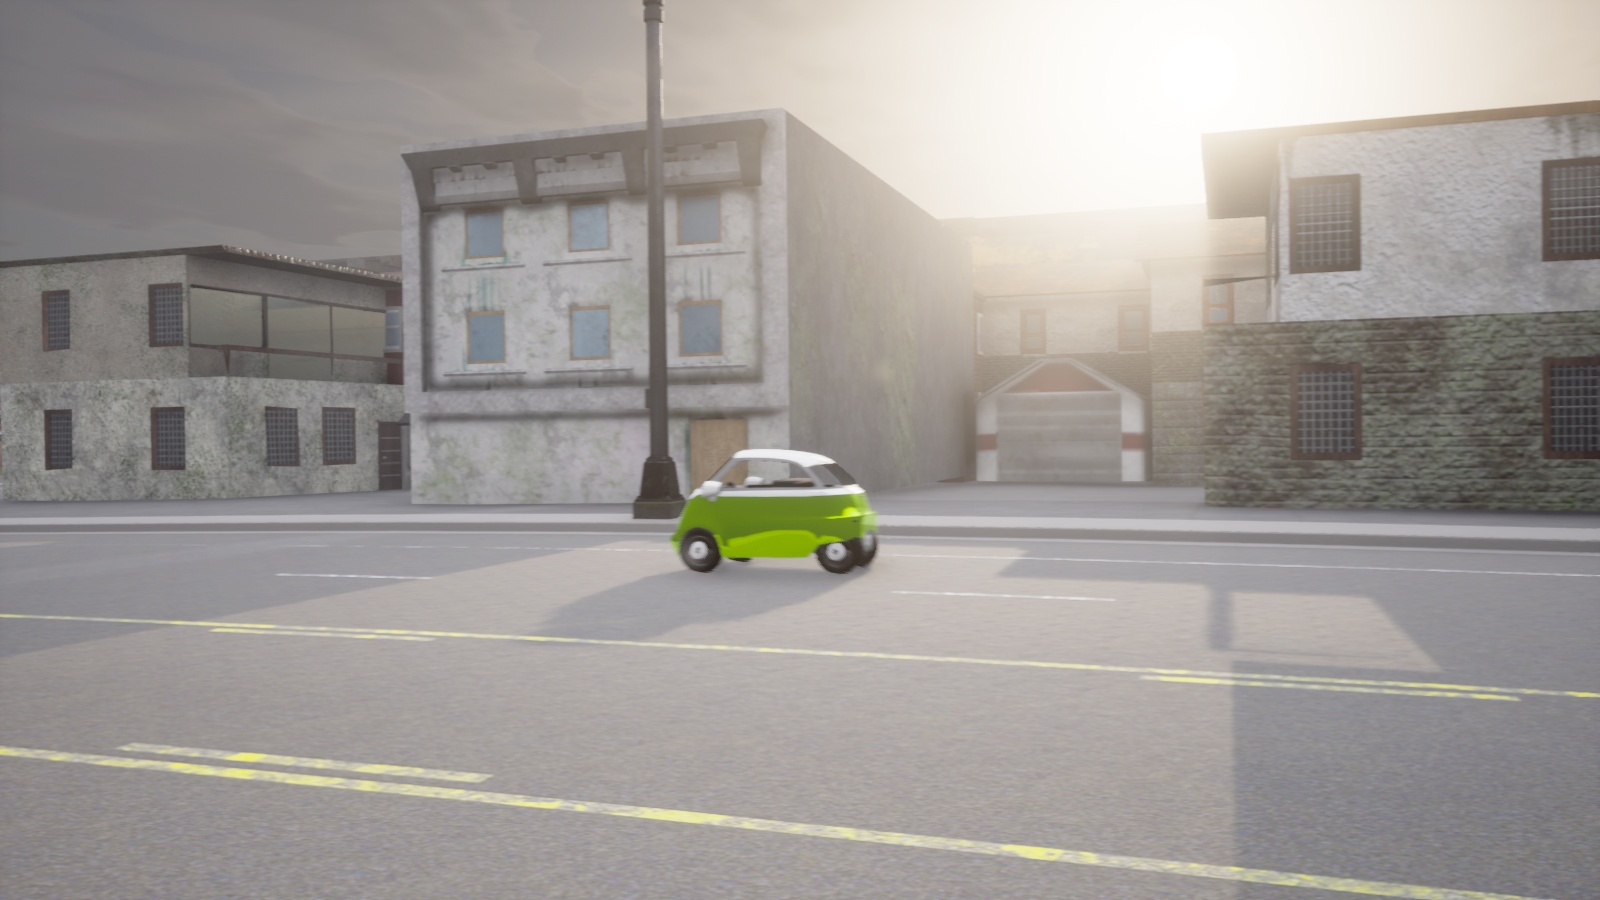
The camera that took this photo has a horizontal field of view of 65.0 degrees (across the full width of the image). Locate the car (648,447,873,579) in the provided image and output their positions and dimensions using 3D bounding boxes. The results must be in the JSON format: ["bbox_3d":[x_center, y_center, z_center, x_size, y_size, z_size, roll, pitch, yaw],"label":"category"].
[{"bbox_3d":[-0.423,0.666,14.414,2.207,1.376,1.481,0,1,19],"label":"car"}]
